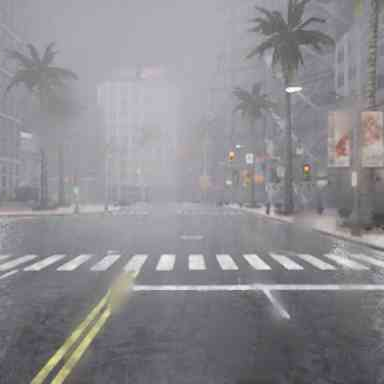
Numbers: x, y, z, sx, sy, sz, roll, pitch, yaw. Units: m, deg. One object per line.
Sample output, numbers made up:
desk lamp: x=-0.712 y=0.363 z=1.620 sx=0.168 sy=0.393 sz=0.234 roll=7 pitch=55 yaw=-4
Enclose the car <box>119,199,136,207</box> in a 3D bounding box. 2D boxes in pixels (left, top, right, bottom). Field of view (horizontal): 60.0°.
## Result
car: x=-13.433 y=2.284 z=69.057 sx=2.128 sy=1.511 sz=4.902 roll=0 pitch=-1 yaw=-36
